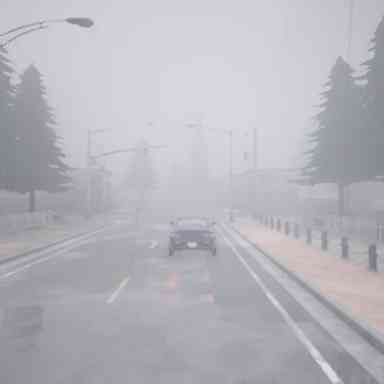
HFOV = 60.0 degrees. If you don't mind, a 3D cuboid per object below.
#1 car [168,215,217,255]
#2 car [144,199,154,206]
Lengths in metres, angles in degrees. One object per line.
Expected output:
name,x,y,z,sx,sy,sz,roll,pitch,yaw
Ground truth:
car,0.033,1.680,13.882,1.812,1.442,4.674,0,0,1
car,-9.739,2.255,73.572,1.882,1.535,5.008,0,-1,-22
